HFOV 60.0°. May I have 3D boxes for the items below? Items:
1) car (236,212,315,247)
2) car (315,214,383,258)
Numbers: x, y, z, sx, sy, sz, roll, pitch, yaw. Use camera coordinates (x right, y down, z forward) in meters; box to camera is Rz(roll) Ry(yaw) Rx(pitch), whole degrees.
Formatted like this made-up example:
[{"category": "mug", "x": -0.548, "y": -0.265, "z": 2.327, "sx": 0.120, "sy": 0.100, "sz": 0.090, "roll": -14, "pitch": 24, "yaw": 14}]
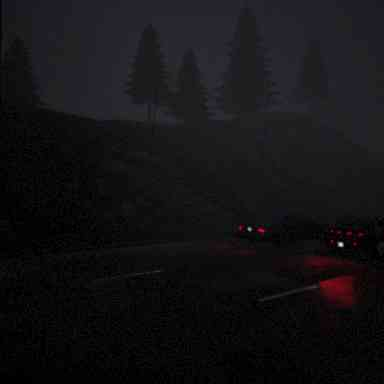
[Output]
[{"category": "car", "x": 4.523, "y": 1.671, "z": 15.683, "sx": 5.357, "sy": 1.411, "sz": 2.033, "roll": 1, "pitch": 0, "yaw": -35}, {"category": "car", "x": 7.347, "y": 1.640, "z": 13.385, "sx": 4.892, "sy": 1.490, "sz": 1.837, "roll": 0, "pitch": 0, "yaw": -35}]
